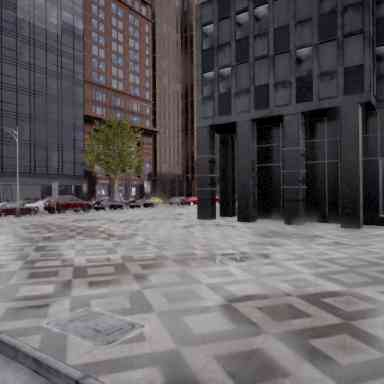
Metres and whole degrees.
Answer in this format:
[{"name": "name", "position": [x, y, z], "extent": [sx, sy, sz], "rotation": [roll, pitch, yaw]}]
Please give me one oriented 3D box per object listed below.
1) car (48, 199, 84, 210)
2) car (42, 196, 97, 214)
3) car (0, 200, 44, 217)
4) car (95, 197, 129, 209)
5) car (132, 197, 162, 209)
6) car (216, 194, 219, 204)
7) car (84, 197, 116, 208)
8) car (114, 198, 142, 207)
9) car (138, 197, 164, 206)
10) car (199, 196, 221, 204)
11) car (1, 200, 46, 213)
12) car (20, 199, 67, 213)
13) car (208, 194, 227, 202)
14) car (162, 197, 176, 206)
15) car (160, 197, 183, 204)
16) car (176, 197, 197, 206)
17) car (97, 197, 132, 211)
[{"name": "car", "position": [-16.612, 1.641, 43.960], "extent": [1.802, 1.307, 4.206], "rotation": [-1, 0, 35]}, {"name": "car", "position": [-12.811, 1.289, 34.472], "extent": [2.192, 1.841, 5.009], "rotation": [-1, 0, 35]}, {"name": "car", "position": [-16.015, 1.575, 29.832], "extent": [1.802, 1.307, 4.206], "rotation": [-1, 0, 35]}, {"name": "car", "position": [-11.191, 1.536, 46.947], "extent": [1.812, 1.442, 4.674], "rotation": [-1, 0, 35]}, {"name": "car", "position": [-6.396, 1.508, 43.747], "extent": [1.947, 1.339, 4.313], "rotation": [-1, 0, 35]}, {"name": "car", "position": [3.221, 1.221, 57.664], "extent": [2.192, 1.841, 5.009], "rotation": [-1, 0, 35]}, {"name": "car", "position": [-13.407, 1.483, 48.598], "extent": [1.967, 1.590, 4.097], "rotation": [-1, 0, 35]}, {"name": "car", "position": [-10.199, 1.611, 53.237], "extent": [1.802, 1.307, 4.206], "rotation": [-1, 0, 35]}, {"name": "car", "position": [-7.089, 1.543, 57.736], "extent": [1.752, 1.417, 4.829], "rotation": [-1, 0, 35]}, {"name": "car", "position": [3.436, 1.456, 62.662], "extent": [1.812, 1.442, 4.674], "rotation": [-1, 0, 35]}, {"name": "car", "position": [-19.819, 1.641, 39.321], "extent": [1.947, 1.339, 4.313], "rotation": [-1, 0, 35]}, {"name": "car", "position": [-17.050, 1.566, 38.482], "extent": [1.812, 1.442, 4.674], "rotation": [-1, 0, 34]}, {"name": "car", "position": [5.833, 1.295, 76.433], "extent": [2.192, 1.841, 5.009], "rotation": [-1, 0, 35]}, {"name": "car", "position": [-1.992, 1.494, 54.717], "extent": [2.033, 1.411, 5.357], "rotation": [-1, 0, 35]}, {"name": "car", "position": [-3.785, 1.573, 62.516], "extent": [1.947, 1.339, 4.313], "rotation": [-1, 0, 35]}, {"name": "car", "position": [0.016, 1.461, 53.024], "extent": [1.887, 1.381, 4.507], "rotation": [-1, 0, 35]}, {"name": "car", "position": [-9.602, 1.524, 39.109], "extent": [1.947, 1.339, 4.313], "rotation": [-1, 0, 35]}]
